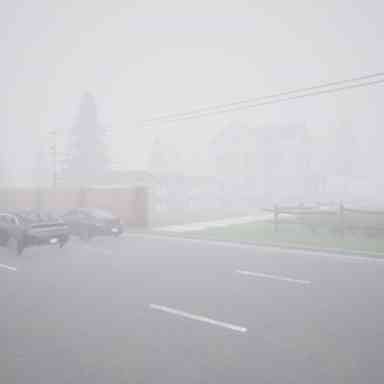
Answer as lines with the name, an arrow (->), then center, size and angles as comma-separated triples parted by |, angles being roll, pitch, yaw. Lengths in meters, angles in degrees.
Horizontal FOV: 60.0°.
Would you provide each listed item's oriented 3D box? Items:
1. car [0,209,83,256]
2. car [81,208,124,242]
car -> -6.809, 1.494, 13.089 | 4.902, 1.511, 2.128 | 0, 0, 36
car -> -5.335, 1.528, 16.344 | 4.674, 1.442, 1.812 | 0, 0, 36
